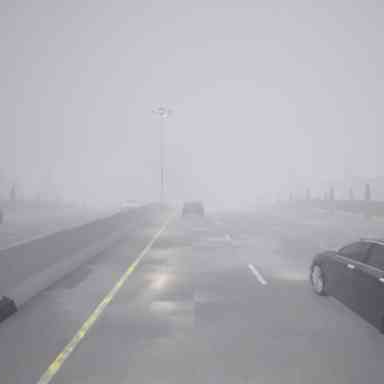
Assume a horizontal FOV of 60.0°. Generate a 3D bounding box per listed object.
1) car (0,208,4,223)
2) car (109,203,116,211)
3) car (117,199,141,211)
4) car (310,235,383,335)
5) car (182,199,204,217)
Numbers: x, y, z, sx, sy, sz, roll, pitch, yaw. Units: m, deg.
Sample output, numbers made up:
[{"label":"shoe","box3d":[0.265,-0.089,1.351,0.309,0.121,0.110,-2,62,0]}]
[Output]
[{"label":"car","box3d":[-14.099,1.450,21.603,1.812,1.442,4.674,0,0,0]},{"label":"car","box3d":[-14.018,3.085,62.920,2.150,2.045,5.566,0,-6,0]},{"label":"car","box3d":[-7.091,1.572,39.000,1.812,1.442,4.674,0,-2,0]},{"label":"car","box3d":[3.594,1.484,5.650,1.837,1.490,4.892,0,0,0]},{"label":"car","box3d":[0.098,1.388,30.043,2.128,1.511,4.902,0,0,0]}]
